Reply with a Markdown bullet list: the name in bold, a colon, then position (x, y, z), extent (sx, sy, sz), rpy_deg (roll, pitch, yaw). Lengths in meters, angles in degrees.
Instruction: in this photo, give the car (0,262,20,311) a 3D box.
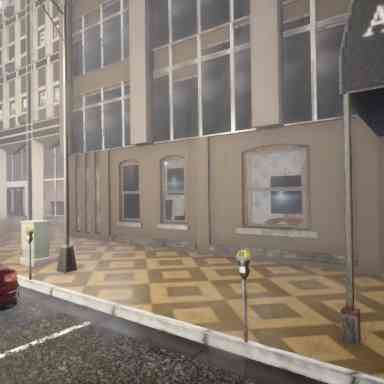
- **car**: position (-4.954, 1.584, 6.419), extent (4.206, 1.307, 1.802), rpy_deg (0, -1, 36)
